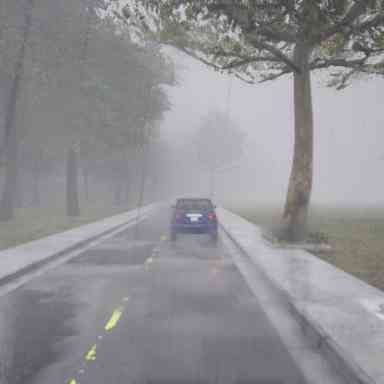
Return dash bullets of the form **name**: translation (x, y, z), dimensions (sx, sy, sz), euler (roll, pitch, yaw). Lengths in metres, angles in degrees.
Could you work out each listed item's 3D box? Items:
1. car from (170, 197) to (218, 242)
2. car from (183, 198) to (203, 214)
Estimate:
- **car**: translation (0.098, 1.234, 16.698), dimensions (2.150, 2.045, 5.566), euler (0, 0, 0)
- **car**: translation (0.096, 1.518, 37.429), dimensions (2.128, 1.511, 4.902), euler (0, 0, 0)
